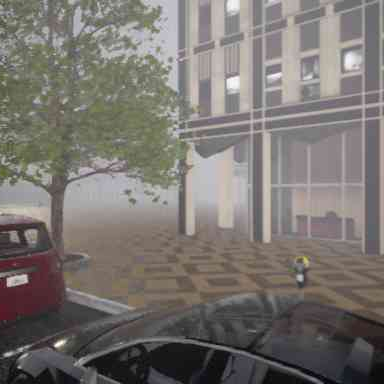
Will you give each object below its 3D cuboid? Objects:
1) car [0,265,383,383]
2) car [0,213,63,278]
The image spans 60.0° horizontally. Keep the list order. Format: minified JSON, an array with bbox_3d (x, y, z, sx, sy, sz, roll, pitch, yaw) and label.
[{"bbox_3d":[0.286,1.563,2.673,4.313,1.339,1.947,0,0,36],"label":"car"},{"bbox_3d":[-4.349,1.296,5.983,5.009,1.841,2.192,0,0,36],"label":"car"}]
